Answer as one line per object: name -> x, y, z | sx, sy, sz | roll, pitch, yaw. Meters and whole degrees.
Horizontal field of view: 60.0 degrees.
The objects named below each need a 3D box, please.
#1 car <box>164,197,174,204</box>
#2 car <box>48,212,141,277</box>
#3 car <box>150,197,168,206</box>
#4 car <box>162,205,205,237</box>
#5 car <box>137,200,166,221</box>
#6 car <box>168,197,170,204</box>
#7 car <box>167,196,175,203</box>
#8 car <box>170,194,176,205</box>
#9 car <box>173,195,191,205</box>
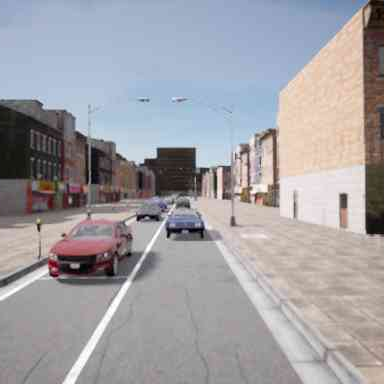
car -> -4.512, 1.607, 65.217 | 1.887, 1.381, 4.507 | 0, 0, -2
car -> -2.898, 1.546, 10.302 | 1.887, 1.381, 4.507 | 0, 0, -2
car -> -4.081, 1.481, 37.470 | 1.882, 1.535, 5.008 | 0, 0, -2
car -> -0.384, 1.579, 17.817 | 1.895, 1.301, 4.718 | 0, 0, -2
car -> -3.383, 1.560, 26.776 | 1.947, 1.339, 4.313 | 0, 0, -2
car -> -4.295, 1.539, 44.467 | 1.812, 1.442, 4.674 | 0, 0, -2
car -> -4.830, 1.626, 76.031 | 1.752, 1.417, 4.829 | 0, 0, -2
car -> -4.351, 1.597, 59.725 | 2.008, 1.369, 4.403 | 0, 0, -2
car -> -1.134, 1.497, 42.972 | 1.837, 1.490, 4.892 | 0, 0, -2
